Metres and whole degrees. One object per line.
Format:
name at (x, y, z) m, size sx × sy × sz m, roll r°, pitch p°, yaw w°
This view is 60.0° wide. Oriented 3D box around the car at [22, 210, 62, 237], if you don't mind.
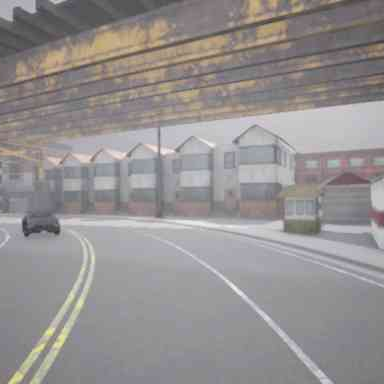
car at (-9.164, 1.811, 20.104) m, size 2.033 × 1.411 × 5.357 m, roll 0°, pitch -1°, yaw -29°
